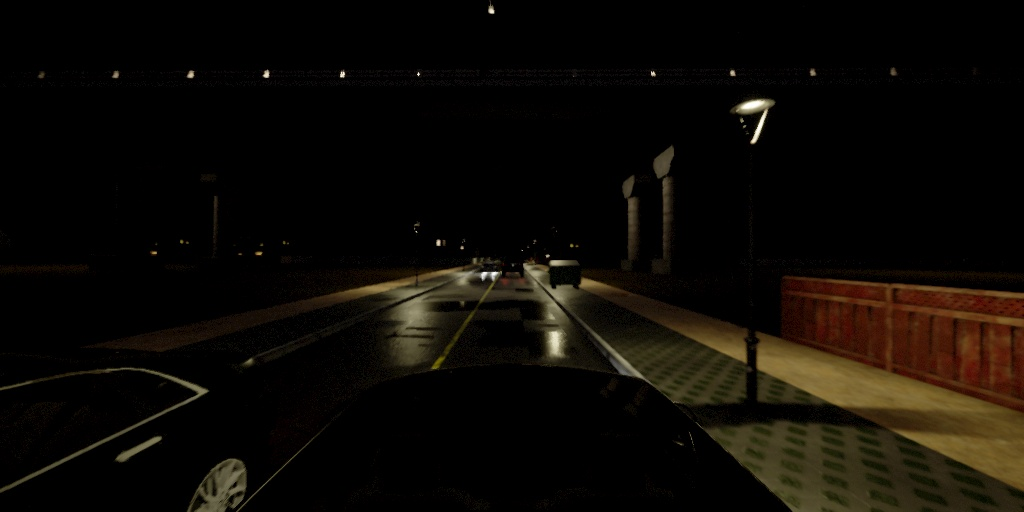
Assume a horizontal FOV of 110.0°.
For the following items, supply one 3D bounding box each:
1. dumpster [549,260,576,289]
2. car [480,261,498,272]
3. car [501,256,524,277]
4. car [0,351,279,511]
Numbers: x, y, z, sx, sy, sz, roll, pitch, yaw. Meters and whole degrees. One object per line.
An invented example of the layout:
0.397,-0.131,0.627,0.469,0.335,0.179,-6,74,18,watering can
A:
3.018,1.144,21.573,1.020,1.700,1.940,0,0,0,dumpster
-2.815,1.302,44.375,1.994,1.385,4.181,0,0,0,car
0.081,0.966,36.325,2.150,2.045,5.566,0,0,-1,car
-2.848,1.254,0.993,1.837,1.490,4.892,0,0,0,car
